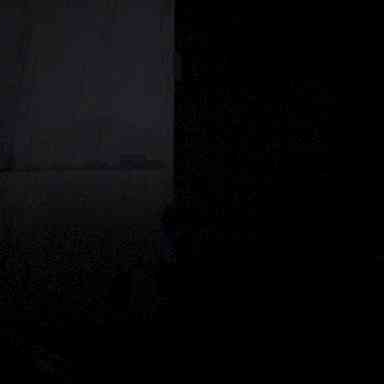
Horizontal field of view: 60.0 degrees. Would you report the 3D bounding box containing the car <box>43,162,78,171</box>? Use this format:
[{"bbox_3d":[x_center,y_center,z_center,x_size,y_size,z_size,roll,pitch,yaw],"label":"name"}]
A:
[{"bbox_3d":[-15.664,-2.997,41.554,4.892,1.521,2.231,1,0,27],"label":"car"}]

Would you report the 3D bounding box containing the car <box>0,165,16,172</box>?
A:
[{"bbox_3d":[-25.355,-3.063,46.631,4.792,1.488,2.163,1,0,29],"label":"car"}]

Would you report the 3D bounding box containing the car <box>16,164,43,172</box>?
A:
[{"bbox_3d":[-20.494,-3.006,44.018,4.674,1.452,2.002,1,0,28],"label":"car"}]

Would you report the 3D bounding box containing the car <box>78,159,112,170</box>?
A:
[{"bbox_3d":[-10.586,-3.056,39.107,4.553,1.767,2.185,1,0,26],"label":"car"}]

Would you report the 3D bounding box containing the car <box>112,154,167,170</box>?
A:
[{"bbox_3d":[-5.488,-3.091,36.762,5.566,2.045,2.435,1,1,25],"label":"car"}]
